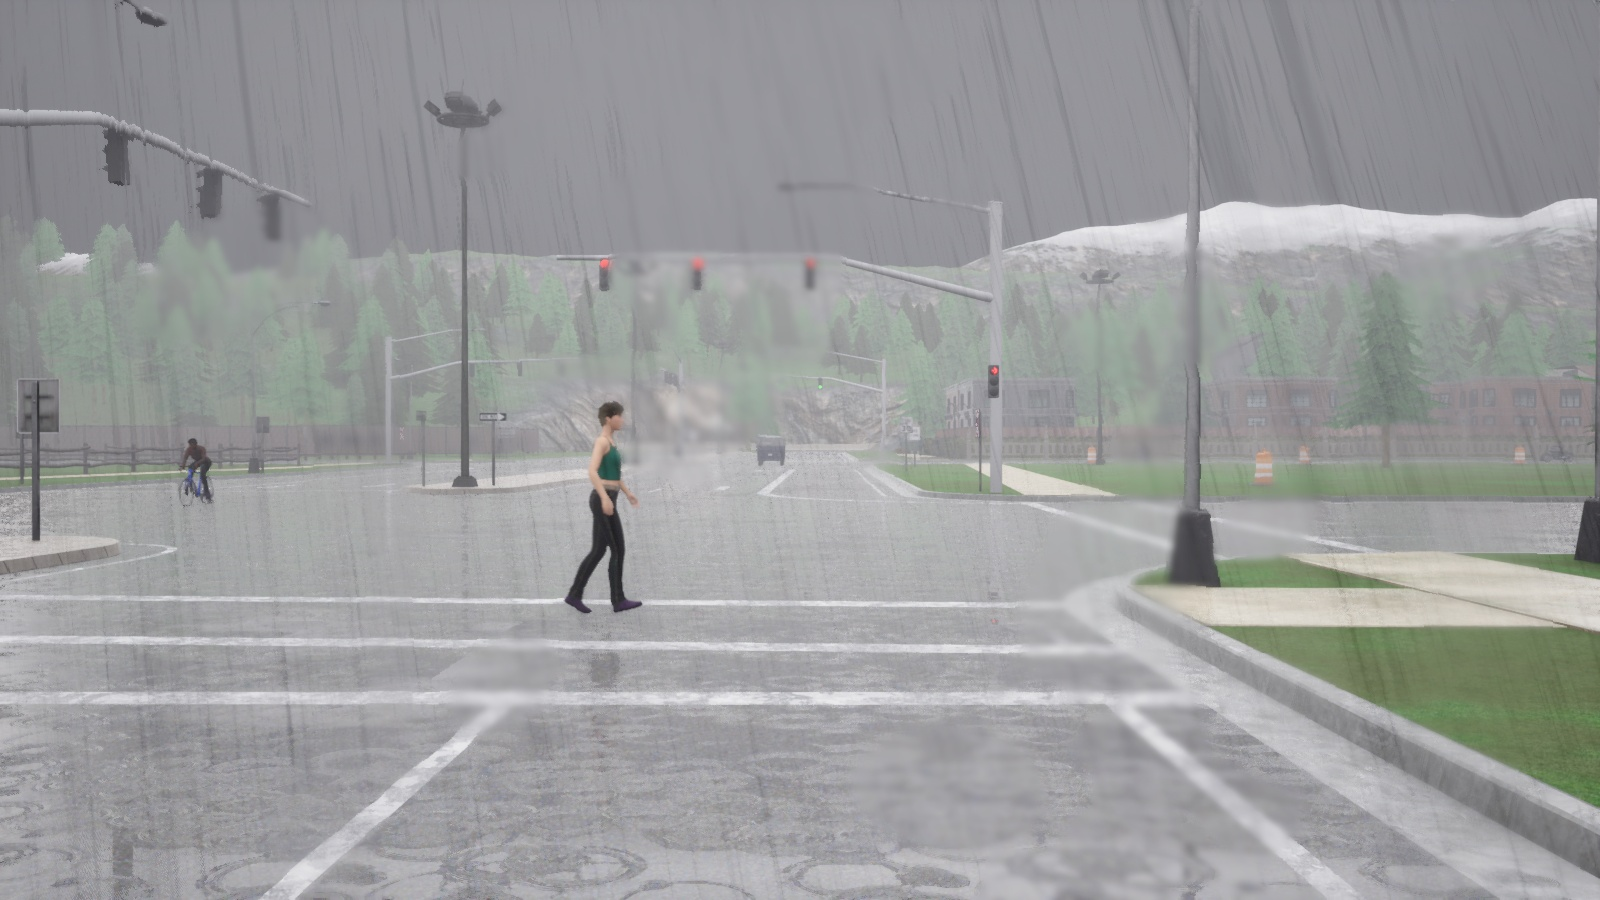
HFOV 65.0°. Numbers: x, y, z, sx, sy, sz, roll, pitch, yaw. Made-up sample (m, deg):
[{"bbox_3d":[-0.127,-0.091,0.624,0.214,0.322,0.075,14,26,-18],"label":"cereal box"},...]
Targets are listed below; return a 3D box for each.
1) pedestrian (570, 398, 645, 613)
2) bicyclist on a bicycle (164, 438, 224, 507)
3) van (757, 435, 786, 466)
[{"bbox_3d":[-1.666,0.472,10.905,0.594,1.836,0.345,0,0,1],"label":"pedestrian"},{"bbox_3d":[-14.503,0.518,30.091,0.582,1.620,1.656,0,1,1],"label":"bicyclist on a bicycle"},{"bbox_3d":[-1.882,0.024,83.907,1.775,1.987,4.442,0,0,1],"label":"van"}]
